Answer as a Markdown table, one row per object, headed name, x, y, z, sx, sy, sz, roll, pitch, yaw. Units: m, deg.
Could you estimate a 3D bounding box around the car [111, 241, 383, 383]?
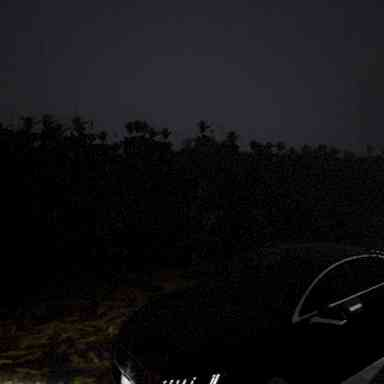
| name | x | y | z | sx | sy | sz | roll | pitch | yaw |
| --- | --- | --- | --- | --- | --- | --- | --- | --- | --- |
| car | 1.372 | 1.500 | 4.466 | 4.892 | 1.490 | 1.837 | 0 | 0 | -35 |
